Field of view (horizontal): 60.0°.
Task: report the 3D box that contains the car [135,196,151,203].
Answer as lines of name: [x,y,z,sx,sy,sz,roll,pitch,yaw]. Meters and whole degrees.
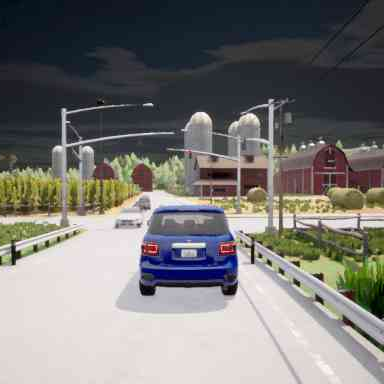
car: [-6.208,1.590,42.114,1.994,1.385,4.181,0,1,-7]

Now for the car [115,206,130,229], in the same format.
car: [-4.550,1.821,24.771,1.812,1.442,4.674,0,1,-4]

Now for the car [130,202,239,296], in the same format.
car: [-0.109,1.369,9.145,2.150,2.045,5.566,0,-2,-1]
